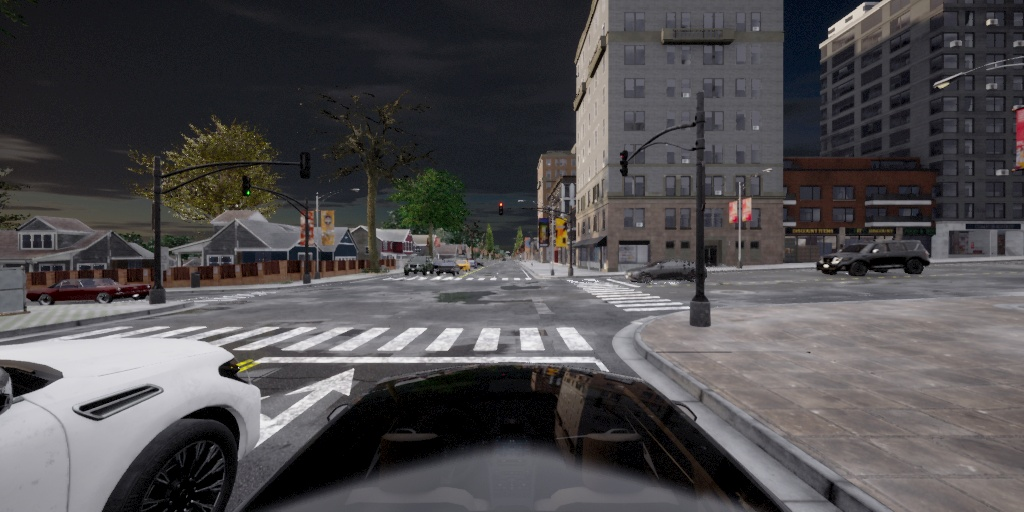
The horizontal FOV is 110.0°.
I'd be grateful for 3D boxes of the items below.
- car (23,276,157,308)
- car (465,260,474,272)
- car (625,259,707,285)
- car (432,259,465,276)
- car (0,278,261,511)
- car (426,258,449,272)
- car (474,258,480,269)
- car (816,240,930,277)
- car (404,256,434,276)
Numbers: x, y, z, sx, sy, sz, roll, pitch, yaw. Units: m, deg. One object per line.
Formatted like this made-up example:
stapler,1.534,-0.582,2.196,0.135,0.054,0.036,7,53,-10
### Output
car,-21.644,1.806,18.537,4.718,1.301,1.895,-2,0,0
car,-6.651,1.261,47.697,1.882,1.535,5.008,0,0,0
car,9.344,0.931,21.891,4.674,1.442,1.812,-2,0,0
car,-6.640,1.315,37.906,2.033,1.411,5.357,0,0,0
car,-3.145,0.972,0.564,2.150,2.045,5.566,0,0,0
car,-9.899,1.136,48.070,2.097,1.767,4.553,0,0,0
car,-6.654,1.335,57.871,1.812,1.442,4.674,0,0,0
car,21.965,0.139,21.934,5.566,2.045,2.150,-3,0,0
car,-9.887,0.990,38.598,2.150,2.045,5.566,0,0,0
